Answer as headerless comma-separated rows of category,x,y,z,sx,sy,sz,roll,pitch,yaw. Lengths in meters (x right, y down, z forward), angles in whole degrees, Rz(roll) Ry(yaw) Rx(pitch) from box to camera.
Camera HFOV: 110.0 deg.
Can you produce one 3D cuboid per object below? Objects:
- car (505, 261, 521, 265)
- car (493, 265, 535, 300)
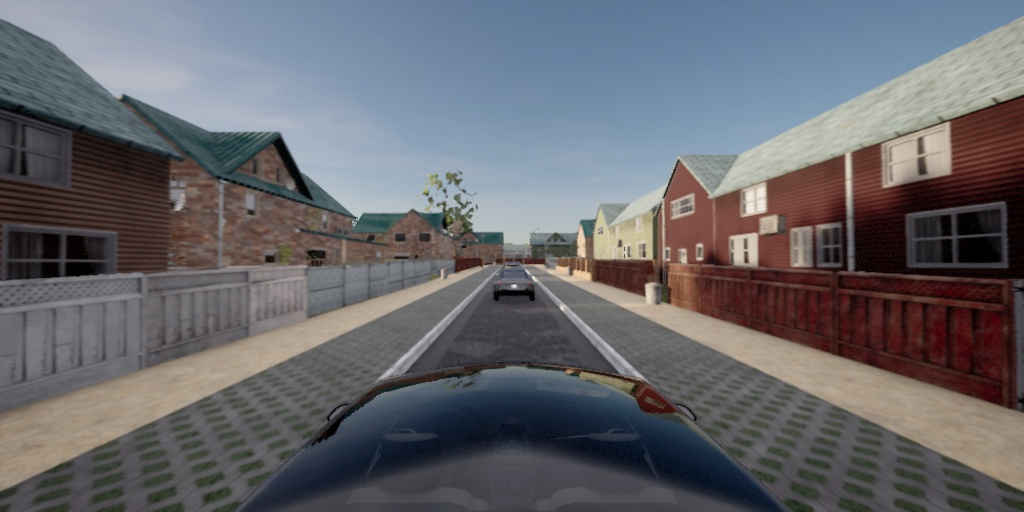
car,0.102,1.250,35.621,2.128,1.511,4.902,0,0,0
car,0.101,1.320,17.902,1.994,1.385,4.181,0,0,0
